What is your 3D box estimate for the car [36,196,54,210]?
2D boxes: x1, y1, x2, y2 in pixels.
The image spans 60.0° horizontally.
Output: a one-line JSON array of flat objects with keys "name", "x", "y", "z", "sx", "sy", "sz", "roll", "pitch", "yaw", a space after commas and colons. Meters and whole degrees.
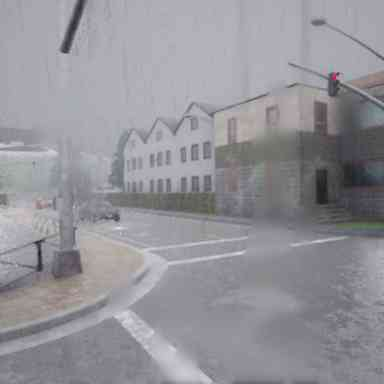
[{"name": "car", "x": -18.328, "y": 1.298, "z": 42.135, "sx": 2.097, "sy": 1.767, "sz": 4.553, "roll": -1, "pitch": 0, "yaw": -32}]

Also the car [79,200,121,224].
[{"name": "car", "x": -6.610, "y": 1.347, "z": 23.557, "sx": 1.837, "sy": 1.490, "sz": 4.892, "roll": -1, "pitch": 0, "yaw": -32}]
